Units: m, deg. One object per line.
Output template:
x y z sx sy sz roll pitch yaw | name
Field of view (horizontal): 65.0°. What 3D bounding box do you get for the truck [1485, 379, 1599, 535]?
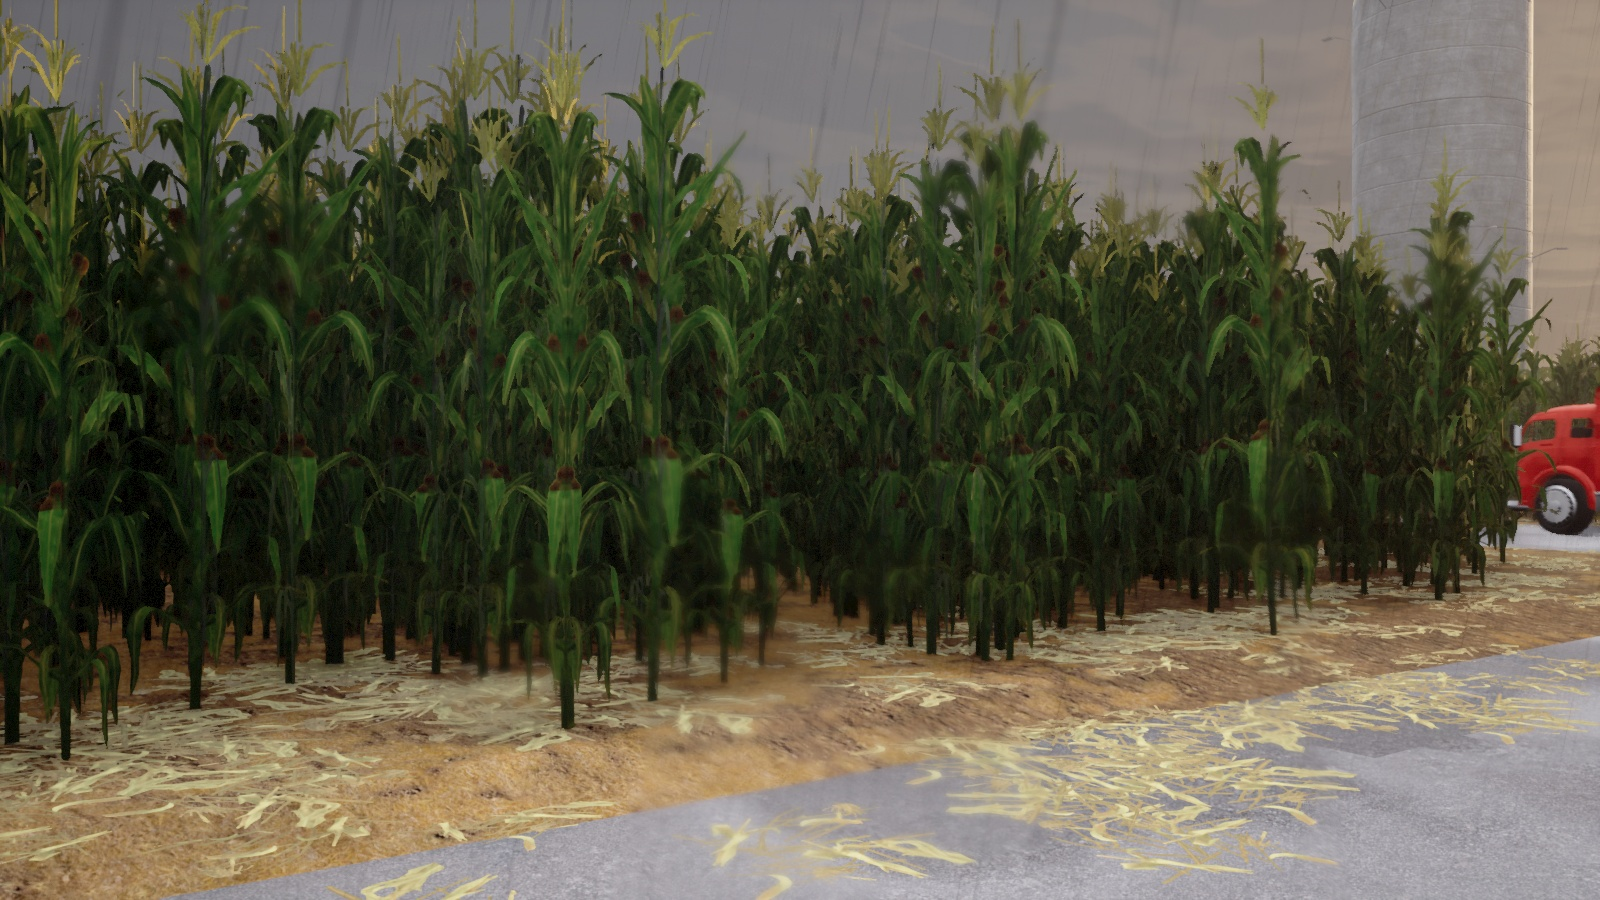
14.024 0.112 19.845 2.627 2.467 5.204 1 -1 -19 | truck
